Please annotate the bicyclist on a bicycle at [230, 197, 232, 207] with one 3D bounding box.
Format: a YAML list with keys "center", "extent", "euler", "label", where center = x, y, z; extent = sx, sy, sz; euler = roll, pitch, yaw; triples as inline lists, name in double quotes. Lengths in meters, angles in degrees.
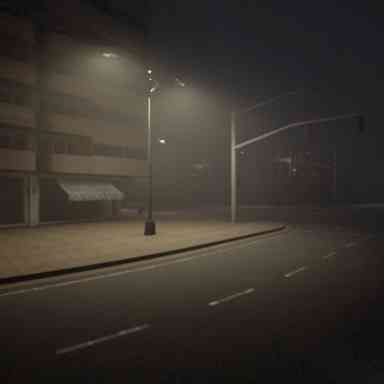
- center: [5.925, 1.324, 48.279]
  extent: [0.582, 1.620, 1.656]
  euler: [0, 0, 38]
  label: "bicyclist on a bicycle"

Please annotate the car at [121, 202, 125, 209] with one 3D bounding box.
- center: [-11.318, 1.662, 46.660]
  extent: [4.181, 1.385, 1.994]
  euler: [0, 0, 38]
  label: "car"
